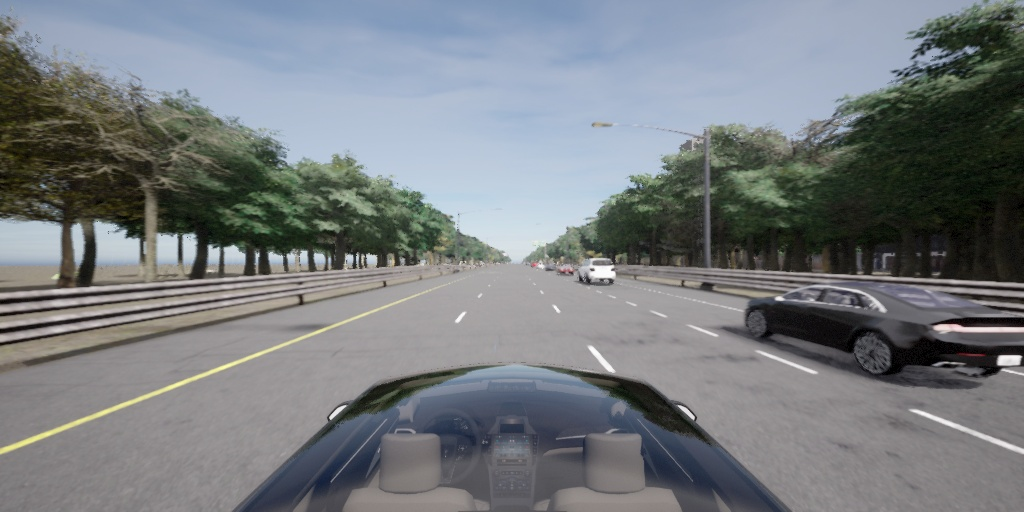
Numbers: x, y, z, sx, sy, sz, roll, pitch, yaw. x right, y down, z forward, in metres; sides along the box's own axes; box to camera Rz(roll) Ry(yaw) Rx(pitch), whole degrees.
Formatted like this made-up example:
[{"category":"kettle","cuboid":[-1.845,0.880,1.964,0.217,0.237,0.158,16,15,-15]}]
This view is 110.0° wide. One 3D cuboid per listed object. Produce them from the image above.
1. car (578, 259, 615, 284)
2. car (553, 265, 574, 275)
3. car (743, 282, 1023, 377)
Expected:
[{"category":"car","cuboid":[7.053,1.251,30.360,2.150,2.045,5.566,0,-1,0]},{"category":"car","cuboid":[7.133,1.925,48.803,1.895,1.301,4.718,0,-1,0]},{"category":"car","cuboid":[7.005,1.281,7.478,2.128,1.511,4.902,0,0,0]}]
